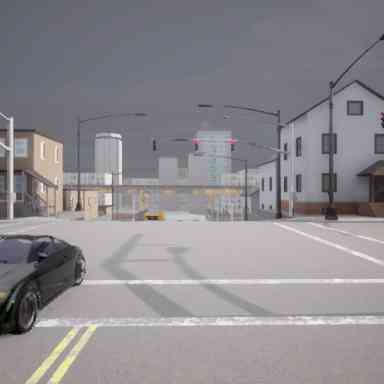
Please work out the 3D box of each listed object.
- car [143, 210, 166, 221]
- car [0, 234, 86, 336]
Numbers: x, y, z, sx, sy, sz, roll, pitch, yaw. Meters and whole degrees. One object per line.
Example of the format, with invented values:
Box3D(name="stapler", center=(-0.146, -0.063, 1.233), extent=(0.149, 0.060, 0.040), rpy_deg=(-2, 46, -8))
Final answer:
Box3D(name="car", center=(-3.701, 2.535, 33.557), extent=(1.882, 1.535, 5.008), rpy_deg=(0, -8, 1))
Box3D(name="car", center=(-3.613, 1.561, 6.584), extent=(1.994, 1.385, 4.181), rpy_deg=(0, 0, 0))
